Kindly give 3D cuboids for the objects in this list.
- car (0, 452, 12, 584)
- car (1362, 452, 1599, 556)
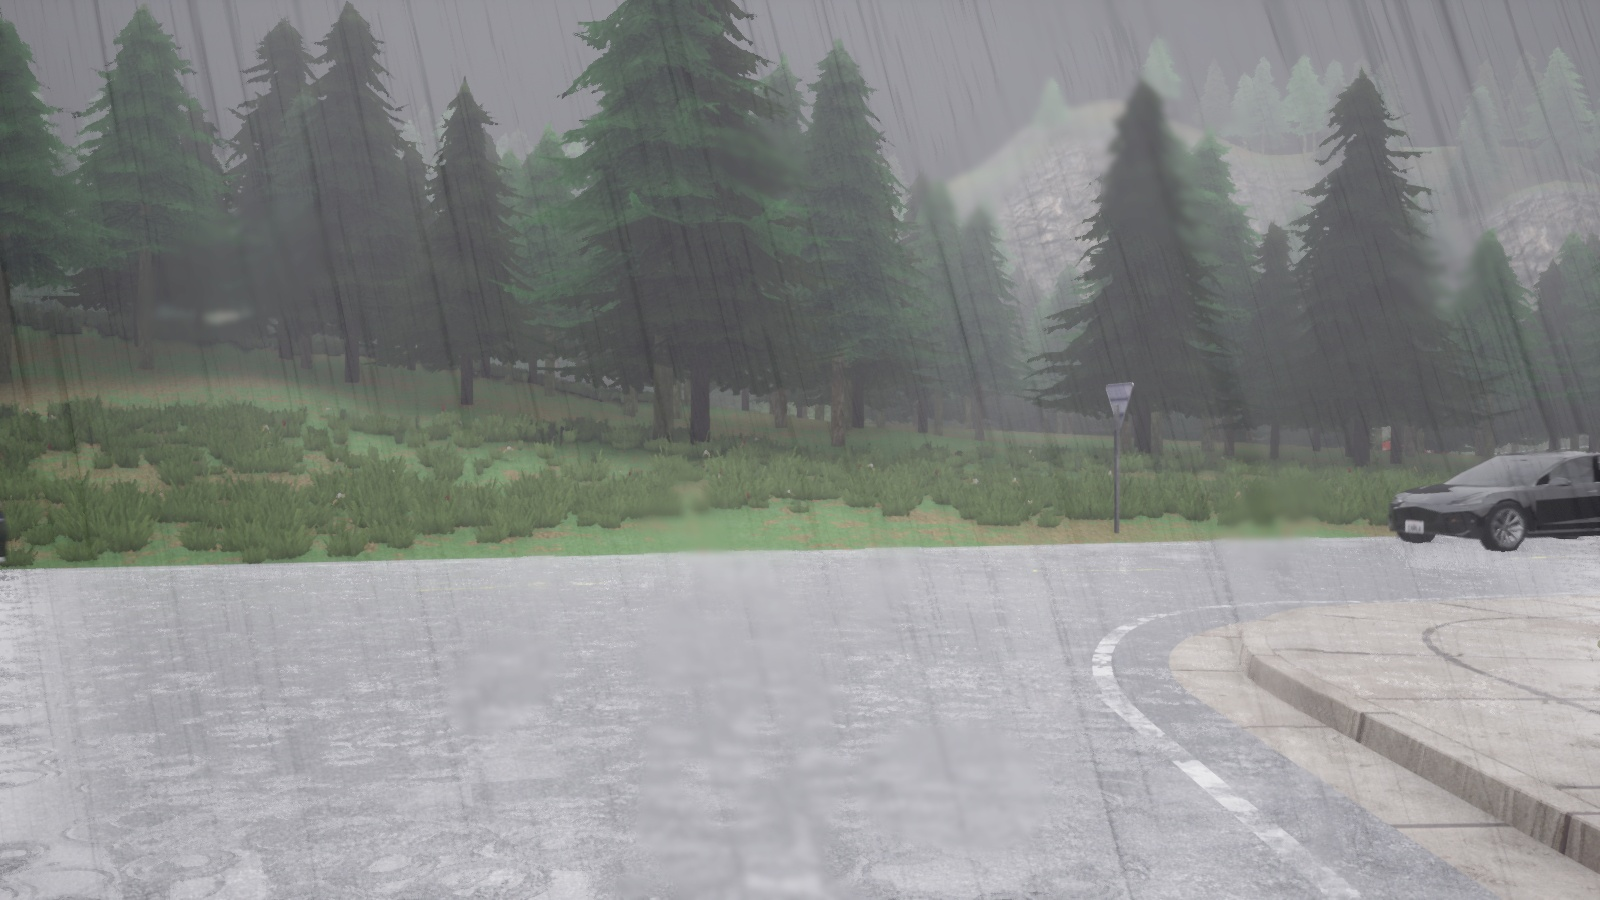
[{"bbox_3d":[-10.779,0.782,13.412,3.633,1.501,1.845,0,0,-16],"label":"car"},{"bbox_3d":[11.625,0.774,19.783,4.792,1.488,2.163,0,0,-16],"label":"car"}]
